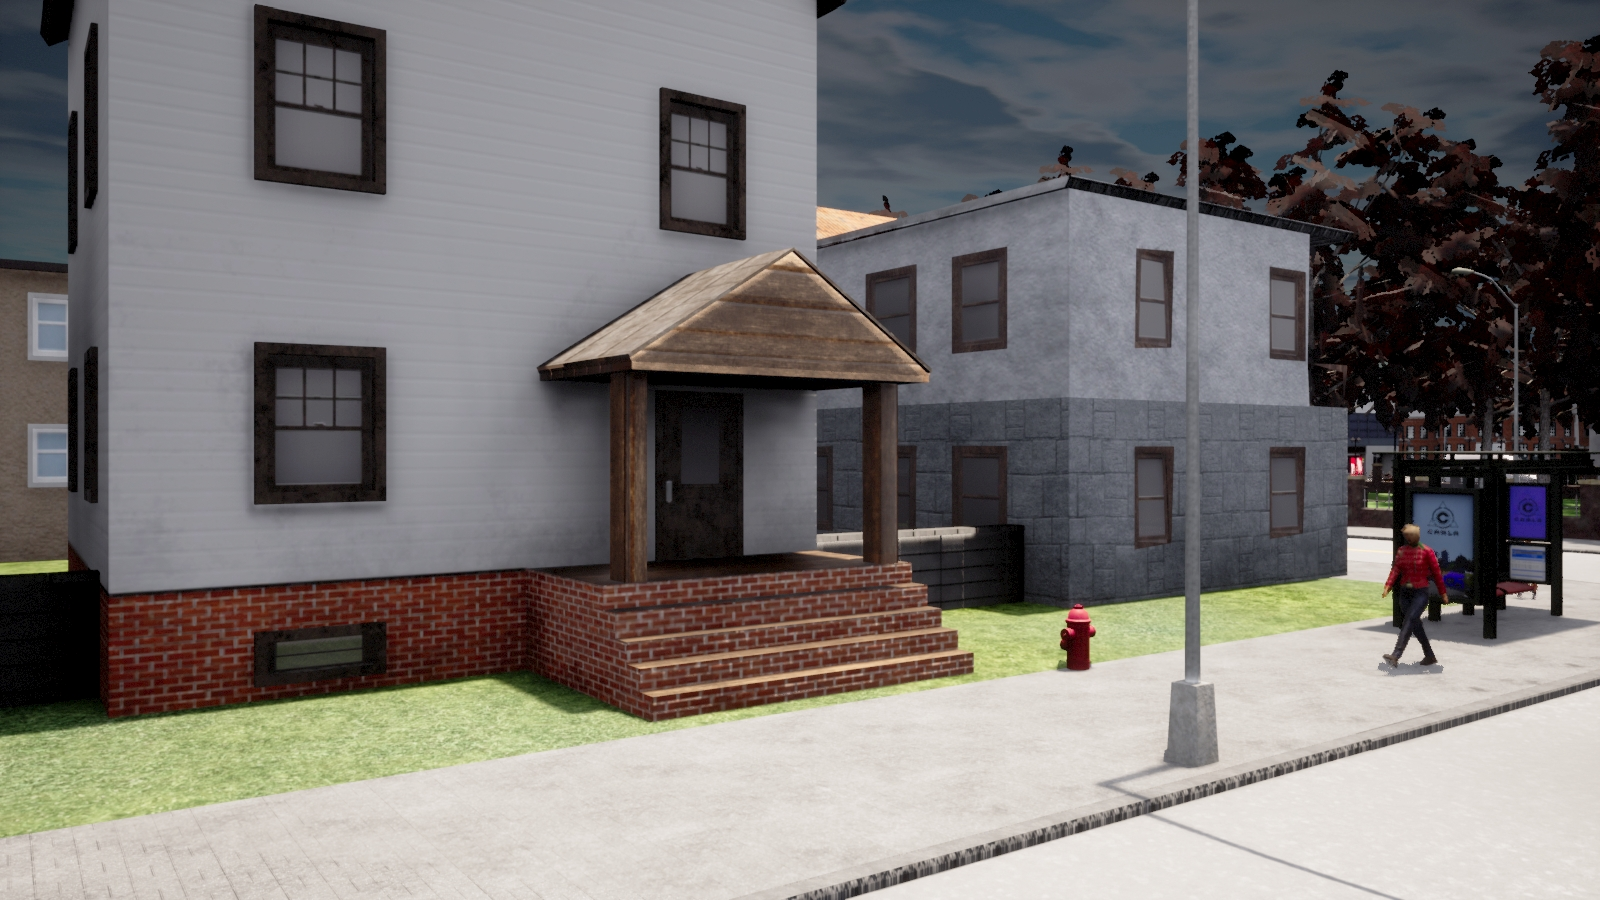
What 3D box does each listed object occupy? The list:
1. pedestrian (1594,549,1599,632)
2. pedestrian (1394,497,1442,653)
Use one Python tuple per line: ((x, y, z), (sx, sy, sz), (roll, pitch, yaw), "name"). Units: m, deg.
((11.042, 1.897, 15.298), (0.500, 1.100, 0.500), (0, 0, -27), "pedestrian")
((7.572, 1.517, 14.009), (0.375, 1.860, 0.375), (0, 0, -30), "pedestrian")
